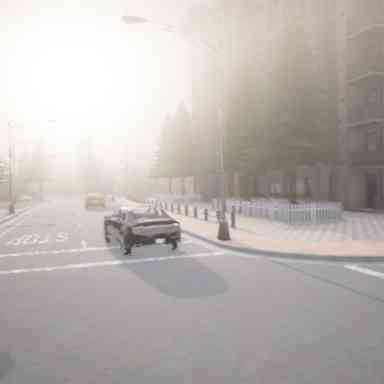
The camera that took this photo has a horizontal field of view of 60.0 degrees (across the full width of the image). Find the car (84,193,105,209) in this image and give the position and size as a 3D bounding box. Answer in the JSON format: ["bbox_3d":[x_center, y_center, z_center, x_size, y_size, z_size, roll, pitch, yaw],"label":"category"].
[{"bbox_3d":[-10.290,0.857,35.043,1.882,1.535,5.008,-1,1,-20],"label":"car"}]

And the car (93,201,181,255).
[{"bbox_3d":[-2.010,1.241,12.260,2.128,1.511,4.902,-2,2,-25],"label":"car"}]
